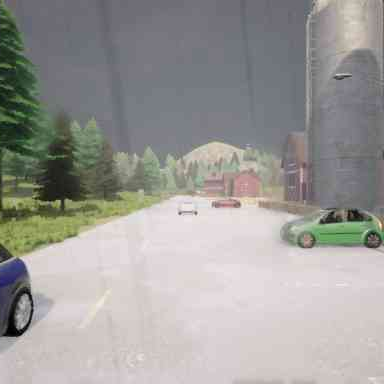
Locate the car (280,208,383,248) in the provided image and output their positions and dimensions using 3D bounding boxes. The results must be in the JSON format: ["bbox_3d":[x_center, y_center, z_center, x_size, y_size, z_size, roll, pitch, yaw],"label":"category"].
[{"bbox_3d":[5.824,1.483,14.099,3.988,1.617,1.851,0,0,-1],"label":"car"}]

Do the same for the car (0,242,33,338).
[{"bbox_3d":[-3.658,1.353,3.606,2.097,1.767,4.553,0,0,-1],"label":"car"}]

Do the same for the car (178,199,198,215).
[{"bbox_3d":[-0.419,1.526,34.009,1.812,1.442,4.674,0,0,-1],"label":"car"}]

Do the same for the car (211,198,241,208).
[{"bbox_3d":[4.833,1.550,47.096,4.181,1.381,1.994,0,0,-1],"label":"car"}]
